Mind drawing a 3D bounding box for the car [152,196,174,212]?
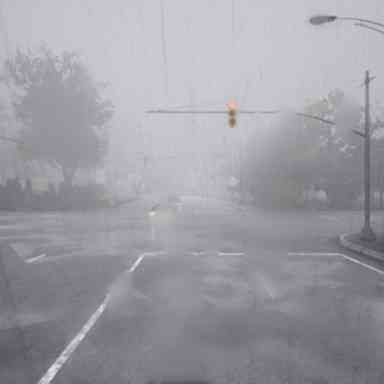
[{"bbox_3d":[-3.409,1.459,37.866,1.812,1.442,4.674,0,0,0],"label":"car"}]

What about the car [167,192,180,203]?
[{"bbox_3d":[-3.457,1.046,62.972,2.150,2.045,5.566,0,0,-1],"label":"car"}]
